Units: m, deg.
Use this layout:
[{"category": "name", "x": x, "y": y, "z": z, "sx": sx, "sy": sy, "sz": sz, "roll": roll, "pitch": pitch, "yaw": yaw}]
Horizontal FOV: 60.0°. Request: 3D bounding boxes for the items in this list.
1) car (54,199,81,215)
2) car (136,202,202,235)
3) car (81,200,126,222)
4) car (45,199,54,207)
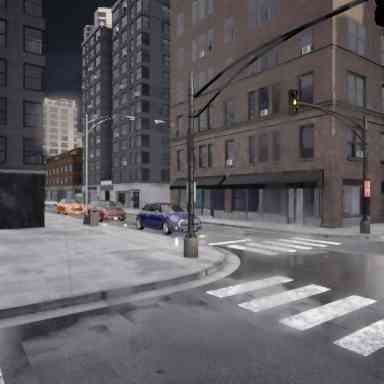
[{"category": "car", "x": -12.936, "y": 1.507, "z": 35.638, "sx": 2.097, "sy": 1.767, "sz": 4.553, "roll": 0, "pitch": 0, "yaw": -35}, {"category": "car", "x": -1.447, "y": 1.420, "z": 19.504, "sx": 2.097, "sy": 1.767, "sz": 4.553, "roll": 0, "pitch": 0, "yaw": -38}, {"category": "car", "x": -7.200, "y": 1.464, "z": 27.565, "sx": 2.097, "sy": 1.767, "sz": 4.553, "roll": 0, "pitch": 0, "yaw": -35}, {"category": "car", "x": -24.761, "y": 1.863, "z": 57.213, "sx": 1.895, "sy": 1.301, "sz": 4.718, "roll": 0, "pitch": 0, "yaw": -35}]
